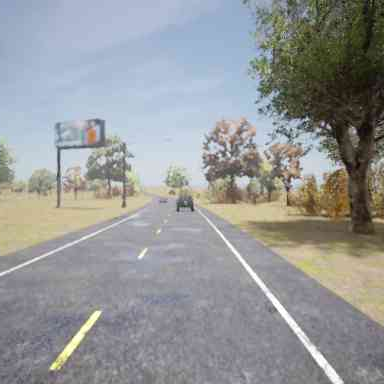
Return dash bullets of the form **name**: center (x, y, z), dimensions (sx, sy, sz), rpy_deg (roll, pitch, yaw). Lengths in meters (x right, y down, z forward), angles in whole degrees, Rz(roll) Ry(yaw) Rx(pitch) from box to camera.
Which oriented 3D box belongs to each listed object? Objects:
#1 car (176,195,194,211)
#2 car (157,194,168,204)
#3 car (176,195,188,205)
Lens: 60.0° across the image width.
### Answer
- **car**: center (-0.911, 1.382, 43.736), dimensions (2.150, 2.045, 5.566), rpy_deg (0, 0, -3)
- **car**: center (-6.070, 1.734, 70.432), dimensions (1.837, 1.490, 4.892), rpy_deg (0, 0, -4)
- **car**: center (-1.975, 1.564, 63.062), dimensions (2.097, 1.767, 4.553), rpy_deg (0, 0, -4)
